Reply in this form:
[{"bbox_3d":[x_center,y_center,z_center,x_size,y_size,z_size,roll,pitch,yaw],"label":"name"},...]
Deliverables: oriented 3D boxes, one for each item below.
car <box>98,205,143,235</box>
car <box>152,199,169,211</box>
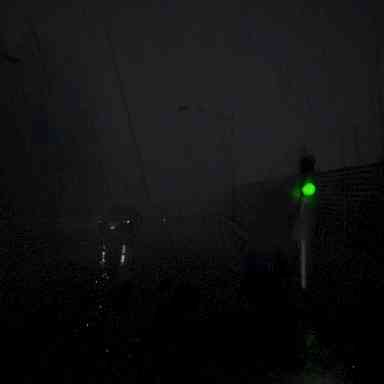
[{"bbox_3d":[-4.013,1.538,19.248,2.128,1.511,4.902,0,0,0],"label":"car"},{"bbox_3d":[-4.029,1.641,43.508,2.033,1.411,5.357,0,0,0],"label":"car"}]
